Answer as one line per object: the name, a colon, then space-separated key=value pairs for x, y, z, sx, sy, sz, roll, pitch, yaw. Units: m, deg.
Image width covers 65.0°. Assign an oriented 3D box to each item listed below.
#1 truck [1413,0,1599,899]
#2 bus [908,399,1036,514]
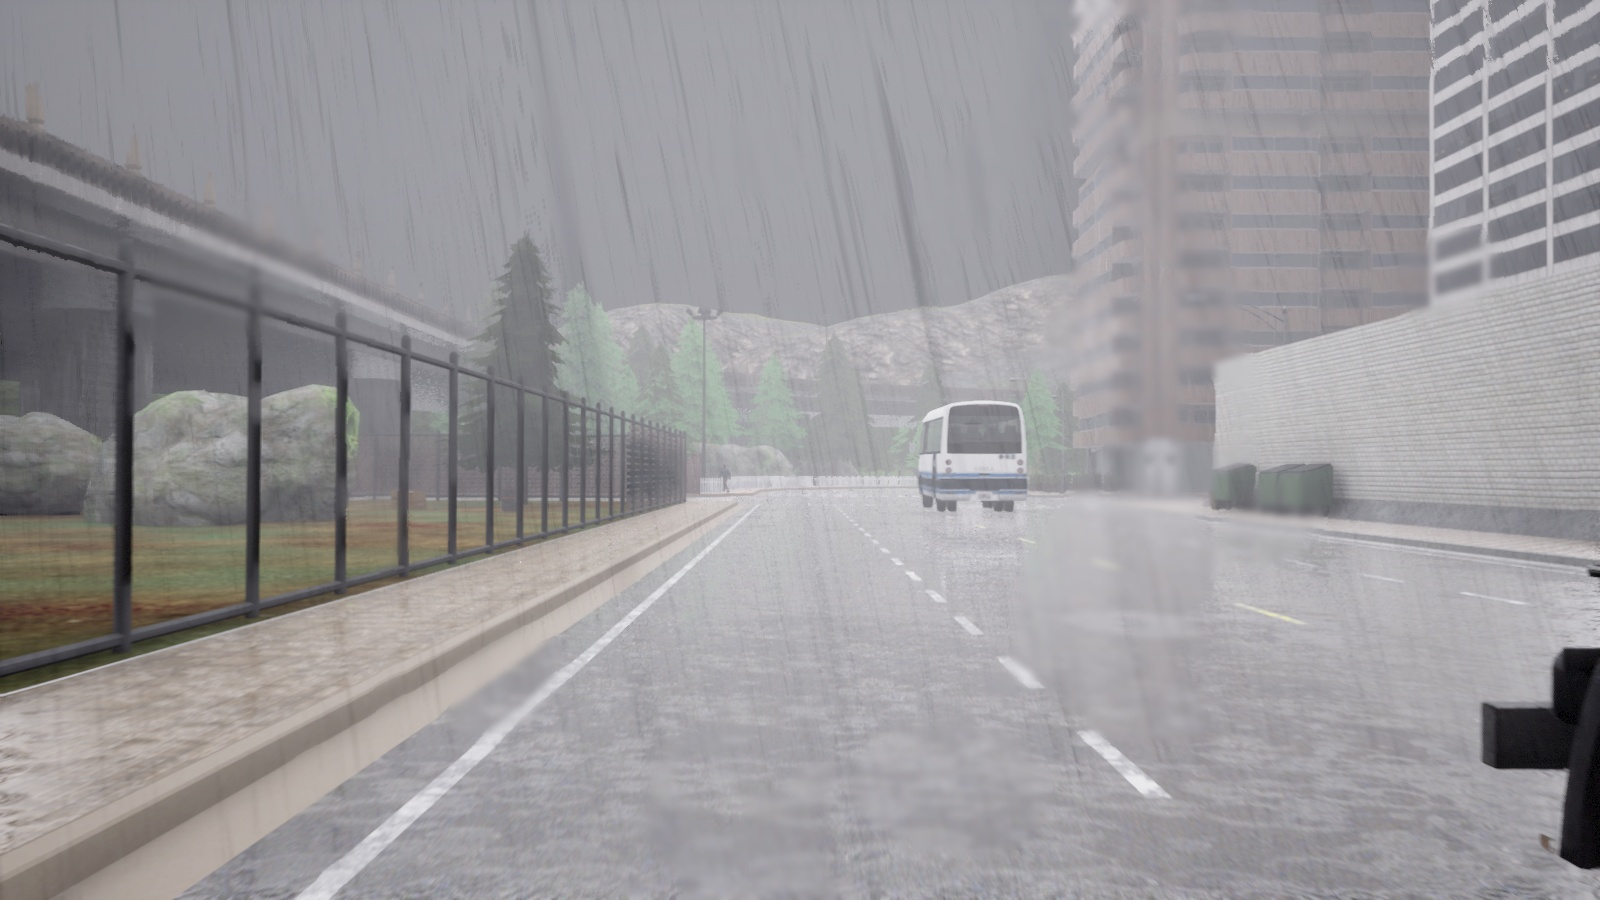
truck: x=3.495 y=-0.178 z=0.180 sx=2.891 sy=3.462 sz=7.936 roll=0 pitch=-1 yaw=0
bus: x=6.893 y=0.284 z=52.164 sx=3.944 sy=4.253 sz=10.273 roll=0 pitch=-1 yaw=0
